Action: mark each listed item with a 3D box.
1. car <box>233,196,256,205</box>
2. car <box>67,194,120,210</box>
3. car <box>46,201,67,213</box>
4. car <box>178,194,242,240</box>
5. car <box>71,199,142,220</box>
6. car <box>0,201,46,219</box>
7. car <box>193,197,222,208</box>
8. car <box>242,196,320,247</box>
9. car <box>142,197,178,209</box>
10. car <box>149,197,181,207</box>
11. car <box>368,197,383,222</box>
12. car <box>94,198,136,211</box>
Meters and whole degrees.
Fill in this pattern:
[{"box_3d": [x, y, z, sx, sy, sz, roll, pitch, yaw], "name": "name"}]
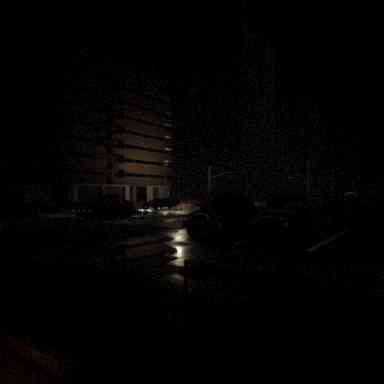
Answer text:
[{"box_3d": [9.239, 1.486, 58.628, 2.128, 1.511, 4.902, 0, 0, 34], "name": "car"}, {"box_3d": [-10.244, 1.216, 36.285, 2.150, 2.045, 5.566, 0, 0, 34], "name": "car"}, {"box_3d": [-15.267, 1.595, 35.092, 1.895, 1.301, 4.718, 0, 0, 34], "name": "car"}, {"box_3d": [1.585, 1.152, 15.981, 1.932, 1.855, 4.605, 0, 0, 34], "name": "car"}, {"box_3d": [-7.079, 1.543, 28.095, 2.033, 1.411, 5.357, 0, 0, 34], "name": "car"}, {"box_3d": [-15.356, 1.558, 28.689, 1.994, 1.385, 4.181, 0, 0, 34], "name": "car"}, {"box_3d": [2.388, 1.473, 48.446, 1.882, 1.535, 5.008, 0, 0, 34], "name": "car"}, {"box_3d": [3.950, 1.155, 14.313, 1.905, 1.878, 3.866, 0, 0, 34], "name": "car"}, {"box_3d": [-4.428, 1.542, 44.917, 2.033, 1.411, 5.357, 0, 0, 34], "name": "car"}, {"box_3d": [-4.045, 1.541, 51.702, 2.033, 1.411, 5.357, 0, 0, 35], "name": "car"}, {"box_3d": [15.988, 1.395, 27.256, 1.970, 1.475, 3.806, 0, 0, 34], "name": "car"}, {"box_3d": [-9.885, 1.541, 43.091, 2.033, 1.411, 5.357, 0, 0, 34], "name": "car"}]
